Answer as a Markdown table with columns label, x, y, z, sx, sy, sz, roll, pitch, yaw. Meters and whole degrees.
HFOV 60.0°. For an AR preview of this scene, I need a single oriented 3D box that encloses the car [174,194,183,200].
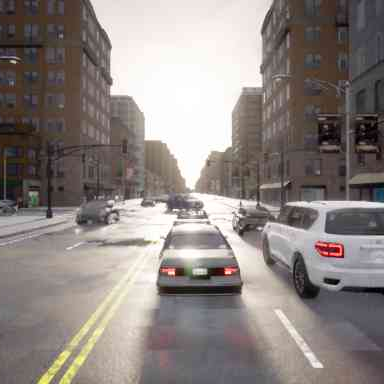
| label | x | y | z | sx | sy | sz | roll | pitch | yaw |
| --- | --- | --- | --- | --- | --- | --- | --- | --- | --- |
| car | -3.325 | 1.290 | 83.920 | 2.033 | 1.411 | 5.357 | 0 | 0 | 0 |

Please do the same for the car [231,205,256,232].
| label | x | y | z | sx | sy | sz | roll | pitch | yaw |
| --- | --- | --- | --- | --- | --- | --- | --- | --- | --- |
| car | 3.335 | 1.505 | 18.455 | 1.837 | 1.490 | 4.892 | 0 | 0 | 1 |

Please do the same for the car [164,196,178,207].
| label | x | y | z | sx | sy | sz | roll | pitch | yaw |
| --- | --- | --- | --- | --- | --- | --- | --- | --- | --- |
| car | -3.389 | 1.475 | 54.165 | 1.882 | 1.535 | 5.008 | 0 | 0 | 0 |

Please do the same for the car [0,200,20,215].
| label | x | y | z | sx | sy | sz | roll | pitch | yaw |
| --- | --- | --- | --- | --- | --- | --- | --- | --- | --- |
| car | -19.740 | 1.485 | 32.793 | 4.902 | 1.511 | 2.128 | 0 | 0 | 0 |

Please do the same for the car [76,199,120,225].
| label | x | y | z | sx | sy | sz | roll | pitch | yaw |
| --- | --- | --- | --- | --- | --- | --- | --- | --- | --- |
| car | -6.619 | 1.354 | 23.796 | 2.097 | 1.767 | 4.553 | 0 | 0 | 0 |

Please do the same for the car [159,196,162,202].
| label | x | y | z | sx | sy | sz | roll | pitch | yaw |
| --- | --- | --- | --- | --- | --- | --- | --- | --- | --- |
| car | -6.580 | 1.470 | 67.370 | 1.882 | 1.535 | 5.008 | 0 | 0 | 0 |

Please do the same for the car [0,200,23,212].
| label | x | y | z | sx | sy | sz | roll | pitch | yaw |
| --- | --- | --- | --- | --- | --- | --- | --- | --- | --- |
| car | -22.157 | 1.580 | 38.291 | 4.313 | 1.339 | 1.947 | 0 | 0 | 0 |

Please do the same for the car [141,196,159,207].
| label | x | y | z | sx | sy | sz | roll | pitch | yaw |
| --- | --- | --- | --- | --- | --- | --- | --- | --- | --- |
| car | -6.640 | 1.501 | 50.678 | 1.837 | 1.490 | 4.892 | 0 | 0 | 0 |

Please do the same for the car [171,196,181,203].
| label | x | y | z | sx | sy | sz | roll | pitch | yaw |
| --- | --- | --- | --- | --- | --- | --- | --- | --- | --- |
| car | -3.312 | 1.548 | 68.882 | 1.994 | 1.385 | 4.181 | 0 | 0 | 0 |

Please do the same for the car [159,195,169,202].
| label | x | y | z | sx | sy | sz | roll | pitch | yaw |
| --- | --- | --- | --- | --- | --- | --- | --- | --- | --- |
| car | -6.570 | 1.513 | 78.936 | 2.128 | 1.511 | 4.902 | 0 | 0 | 0 |

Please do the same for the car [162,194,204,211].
| label | x | y | z | sx | sy | sz | roll | pitch | yaw |
| --- | --- | --- | --- | --- | --- | --- | --- | --- | --- |
| car | -0.888 | 1.229 | 37.881 | 2.150 | 2.045 | 5.566 | -1 | 0 | -33 |

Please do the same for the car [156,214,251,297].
| label | x | y | z | sx | sy | sz | roll | pitch | yaw |
| --- | --- | --- | --- | --- | --- | --- | --- | --- | --- |
| car | 0.080 | 1.548 | 8.777 | 2.033 | 1.411 | 5.357 | 0 | 0 | -2 |

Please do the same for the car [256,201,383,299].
| label | x | y | z | sx | sy | sz | roll | pitch | yaw |
| --- | --- | --- | --- | --- | --- | --- | --- | --- | --- |
| car | 3.342 | 1.222 | 8.598 | 2.150 | 2.045 | 5.566 | 0 | 0 | 0 |

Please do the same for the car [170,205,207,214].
| label | x | y | z | sx | sy | sz | roll | pitch | yaw |
| --- | --- | --- | --- | --- | --- | --- | --- | --- | --- |
| car | 0.069 | 1.601 | 18.426 | 1.895 | 1.301 | 4.718 | 0 | 0 | 2 |
